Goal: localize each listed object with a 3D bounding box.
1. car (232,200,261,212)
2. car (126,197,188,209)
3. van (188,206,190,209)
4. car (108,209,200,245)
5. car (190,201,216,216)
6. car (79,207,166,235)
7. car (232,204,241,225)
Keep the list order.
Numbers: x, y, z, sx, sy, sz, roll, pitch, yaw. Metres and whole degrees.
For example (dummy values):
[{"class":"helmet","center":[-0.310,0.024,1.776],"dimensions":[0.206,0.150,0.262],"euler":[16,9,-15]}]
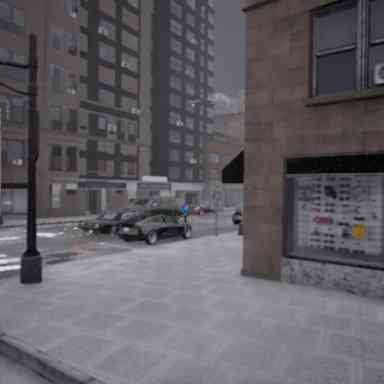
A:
[{"class":"car","center":[7.292,1.819,43.888],"dimensions":[1.752,1.417,4.829],"euler":[0,0,36]},{"class":"car","center":[-3.063,1.376,25.116],"dimensions":[2.150,2.045,5.566],"euler":[1,0,36]},{"class":"van","center":[-2.249,1.497,30.650],"dimensions":[1.690,1.788,3.998],"euler":[1,0,36]},{"class":"car","center":[-1.765,1.761,16.747],"dimensions":[1.947,1.339,4.313],"euler":[0,0,36]},{"class":"car","center":[0.964,1.641,35.109],"dimensions":[1.967,1.590,4.097],"euler":[0,0,36]},{"class":"car","center":[-3.854,1.757,18.939],"dimensions":[1.895,1.301,4.718],"euler":[1,0,39]},{"class":"car","center":[4.664,1.847,25.664],"dimensions":[1.947,1.339,4.313],"euler":[0,0,36]}]
